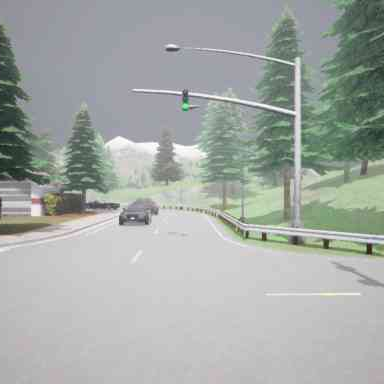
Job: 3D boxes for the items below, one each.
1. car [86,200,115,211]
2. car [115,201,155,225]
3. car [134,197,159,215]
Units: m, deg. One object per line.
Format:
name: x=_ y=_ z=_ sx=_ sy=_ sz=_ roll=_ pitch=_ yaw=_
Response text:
car: x=-11.423 y=1.607 z=41.519 sx=4.718 sy=1.301 sz=1.895 roll=0 pitch=0 yaw=14
car: x=-4.004 y=1.564 z=23.995 sx=1.994 sy=1.385 sz=4.181 roll=0 pitch=0 yaw=-2
car: x=-4.844 y=1.351 z=33.785 sx=2.097 sy=1.767 sz=4.553 roll=0 pitch=0 yaw=-19
